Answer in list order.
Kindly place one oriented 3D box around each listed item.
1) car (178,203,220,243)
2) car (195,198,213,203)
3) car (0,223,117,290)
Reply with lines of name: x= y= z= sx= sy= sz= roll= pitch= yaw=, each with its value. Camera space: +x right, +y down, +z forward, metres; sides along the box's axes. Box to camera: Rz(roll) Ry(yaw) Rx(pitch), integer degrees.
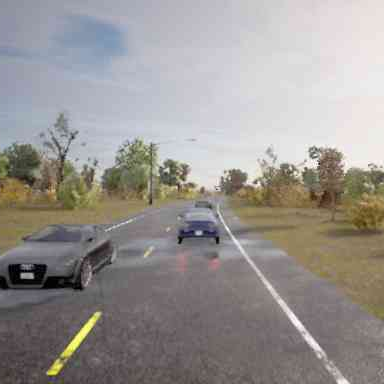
car: x=0.342 y=1.486 z=15.811 sx=1.812 sy=1.442 sz=4.674 roll=0 pitch=0 yaw=2
car: x=1.352 y=1.407 z=38.063 sx=2.128 sy=1.511 sz=4.902 roll=0 pitch=0 yaw=4
car: x=-3.379 y=1.540 z=8.869 sx=1.994 sy=1.385 sz=4.181 roll=0 pitch=0 yaw=1
